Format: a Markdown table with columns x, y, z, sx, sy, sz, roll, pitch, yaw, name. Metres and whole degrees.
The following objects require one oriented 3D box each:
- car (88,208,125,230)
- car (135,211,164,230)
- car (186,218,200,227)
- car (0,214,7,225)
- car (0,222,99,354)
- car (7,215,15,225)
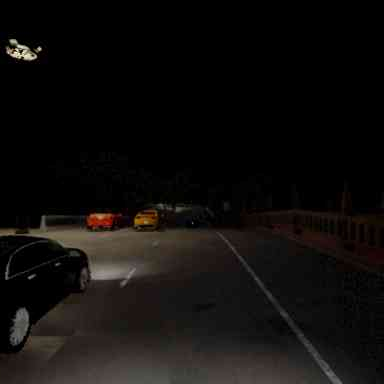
| x | y | z | sx | sy | sz | roll | pitch | yaw | name |
| --- | --- | --- | --- | --- | --- | --- | --- | --- | --- |
| -6.911 | 2.141 | 27.176 | 2.097 | 1.767 | 4.553 | 0 | -4 | 0 | car |
| -3.410 | 2.256 | 27.012 | 1.882 | 1.535 | 5.008 | 0 | -4 | 0 | car |
| 0.081 | 4.493 | 47.743 | 1.994 | 1.385 | 4.181 | 0 | -7 | 0 | car |
| -17.608 | 2.257 | 26.951 | 1.882 | 1.535 | 5.008 | 0 | -4 | 0 | car |
| -3.403 | 1.577 | 6.207 | 1.837 | 1.490 | 4.892 | 0 | 0 | 0 | car |
| -21.103 | 3.129 | 36.218 | 1.812 | 1.442 | 4.674 | 0 | -6 | 0 | car |
